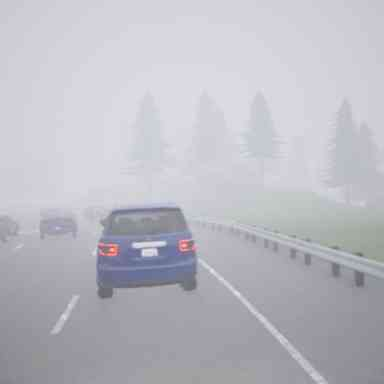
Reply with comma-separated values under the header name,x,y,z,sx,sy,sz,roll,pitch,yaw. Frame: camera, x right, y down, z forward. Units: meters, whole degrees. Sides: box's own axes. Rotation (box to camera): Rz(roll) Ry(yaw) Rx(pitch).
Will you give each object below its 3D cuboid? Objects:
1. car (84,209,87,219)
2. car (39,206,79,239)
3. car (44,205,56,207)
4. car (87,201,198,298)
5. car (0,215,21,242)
name,x,y,z,sx,sy,sz,roll,pitch,yaw
car,-9.213,1.945,32.325,2.033,1.411,5.357,-2,0,-27
car,-7.871,1.802,19.948,1.882,1.535,5.008,-2,0,-18
car,-15.255,2.148,35.920,1.812,1.442,4.674,-2,0,-30
car,-1.305,1.286,9.083,2.150,2.045,5.566,-2,0,-10
car,-10.965,1.980,18.520,2.033,1.411,5.357,-2,0,-19
